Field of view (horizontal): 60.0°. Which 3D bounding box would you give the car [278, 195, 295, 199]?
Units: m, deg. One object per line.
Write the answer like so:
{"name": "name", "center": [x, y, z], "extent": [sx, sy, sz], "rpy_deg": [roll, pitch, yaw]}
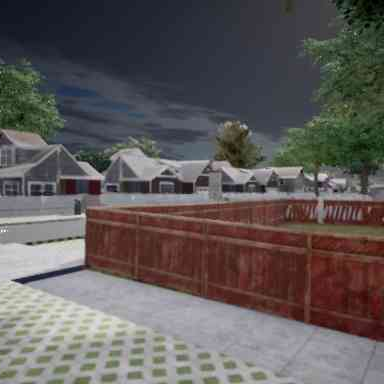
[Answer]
{"name": "car", "center": [13.523, 1.109, 47.207], "extent": [1.994, 1.385, 4.181], "rpy_deg": [1, 1, 36]}
